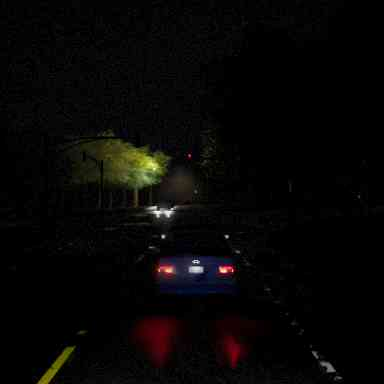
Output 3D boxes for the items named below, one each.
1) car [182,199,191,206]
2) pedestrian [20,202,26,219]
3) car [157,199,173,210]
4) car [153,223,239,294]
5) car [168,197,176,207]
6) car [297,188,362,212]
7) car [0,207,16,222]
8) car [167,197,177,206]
[{"bbox_3d":[-1.270,2.544,78.905,1.837,1.490,4.892,0,-2,-1],"label":"car"},{"bbox_3d":[-18.110,1.942,35.620,0.375,1.860,0.375,0,1,2],"label":"pedestrian"},{"bbox_3d":[-4.195,2.034,49.787,1.895,1.301,4.718,0,-1,-1],"label":"car"},{"bbox_3d":[0.084,1.556,8.958,2.033,1.411,5.357,0,0,0],"label":"car"},{"bbox_3d":[-4.385,1.951,58.891,2.097,1.767,4.553,0,-1,-1],"label":"car"},{"bbox_3d":[12.666,0.696,30.845,5.566,2.045,2.150,-2,0,5],"label":"car"},{"bbox_3d":[-19.297,2.175,31.761,4.674,1.442,1.812,-2,-1,2],"label":"car"},{"bbox_3d":[-4.782,2.281,79.300,2.150,2.045,5.566,0,-1,-1],"label":"car"}]
